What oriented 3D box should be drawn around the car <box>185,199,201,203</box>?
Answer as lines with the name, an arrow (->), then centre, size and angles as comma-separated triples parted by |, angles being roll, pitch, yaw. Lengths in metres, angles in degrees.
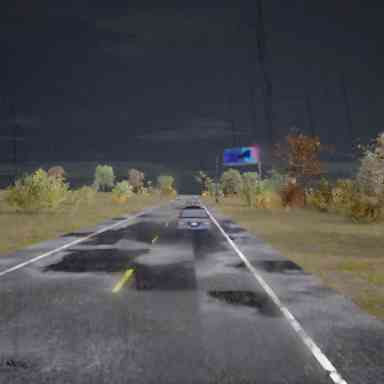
car -> 0.121, 1.568, 42.626 | 2.033, 1.411, 5.357 | 0, 0, 0

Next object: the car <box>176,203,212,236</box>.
car -> 0.109, 1.554, 18.229 | 2.033, 1.411, 5.357 | 0, 0, 0
